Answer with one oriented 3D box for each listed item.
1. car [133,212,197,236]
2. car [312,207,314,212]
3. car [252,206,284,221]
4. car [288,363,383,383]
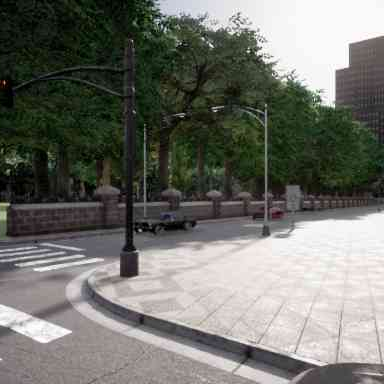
[{"bbox_3d":[-1.720,1.961,21.020,1.895,1.301,4.718,0,-1,35],"label":"car"},{"bbox_3d":[17.280,2.361,47.727,1.895,1.301,4.718,0,-1,35],"label":"car"},{"bbox_3d":[7.980,2.187,34.727,1.882,1.535,5.008,0,-1,35],"label":"car"},{"bbox_3d":[2.371,1.551,1.272,4.403,1.369,2.008,0,0,36],"label":"car"}]
